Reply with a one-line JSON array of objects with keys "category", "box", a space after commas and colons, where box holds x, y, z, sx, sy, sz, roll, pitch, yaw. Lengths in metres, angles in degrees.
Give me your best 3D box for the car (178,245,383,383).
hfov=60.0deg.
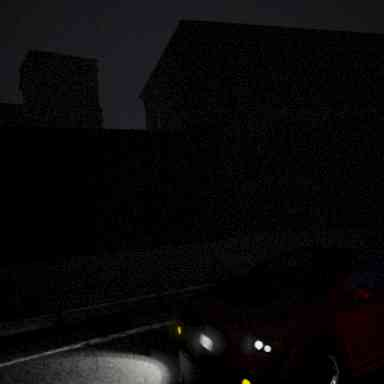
[{"category": "car", "box": [1.905, 1.535, 4.799, 4.181, 1.385, 1.994, 0, 0, -29]}]
